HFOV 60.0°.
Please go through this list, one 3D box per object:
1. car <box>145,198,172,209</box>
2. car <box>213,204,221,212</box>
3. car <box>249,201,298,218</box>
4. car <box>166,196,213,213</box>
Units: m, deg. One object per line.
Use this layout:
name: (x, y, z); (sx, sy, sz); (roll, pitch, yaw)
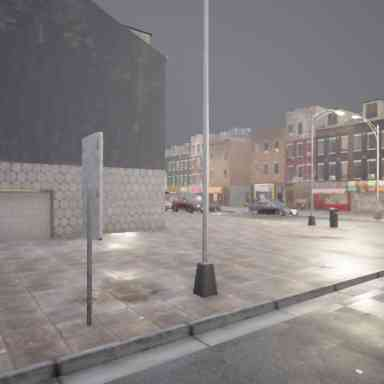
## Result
car: (-4.955, 1.674, 48.074); (1.812, 1.442, 4.674); (0, 0, -35)
car: (1.154, 1.656, 39.428); (2.033, 1.411, 5.357); (0, 0, -35)
car: (7.405, 1.562, 30.640); (2.128, 1.511, 4.902); (0, 0, -35)
car: (-0.400, 1.411, 37.223); (2.192, 1.841, 5.009); (0, 0, -35)
